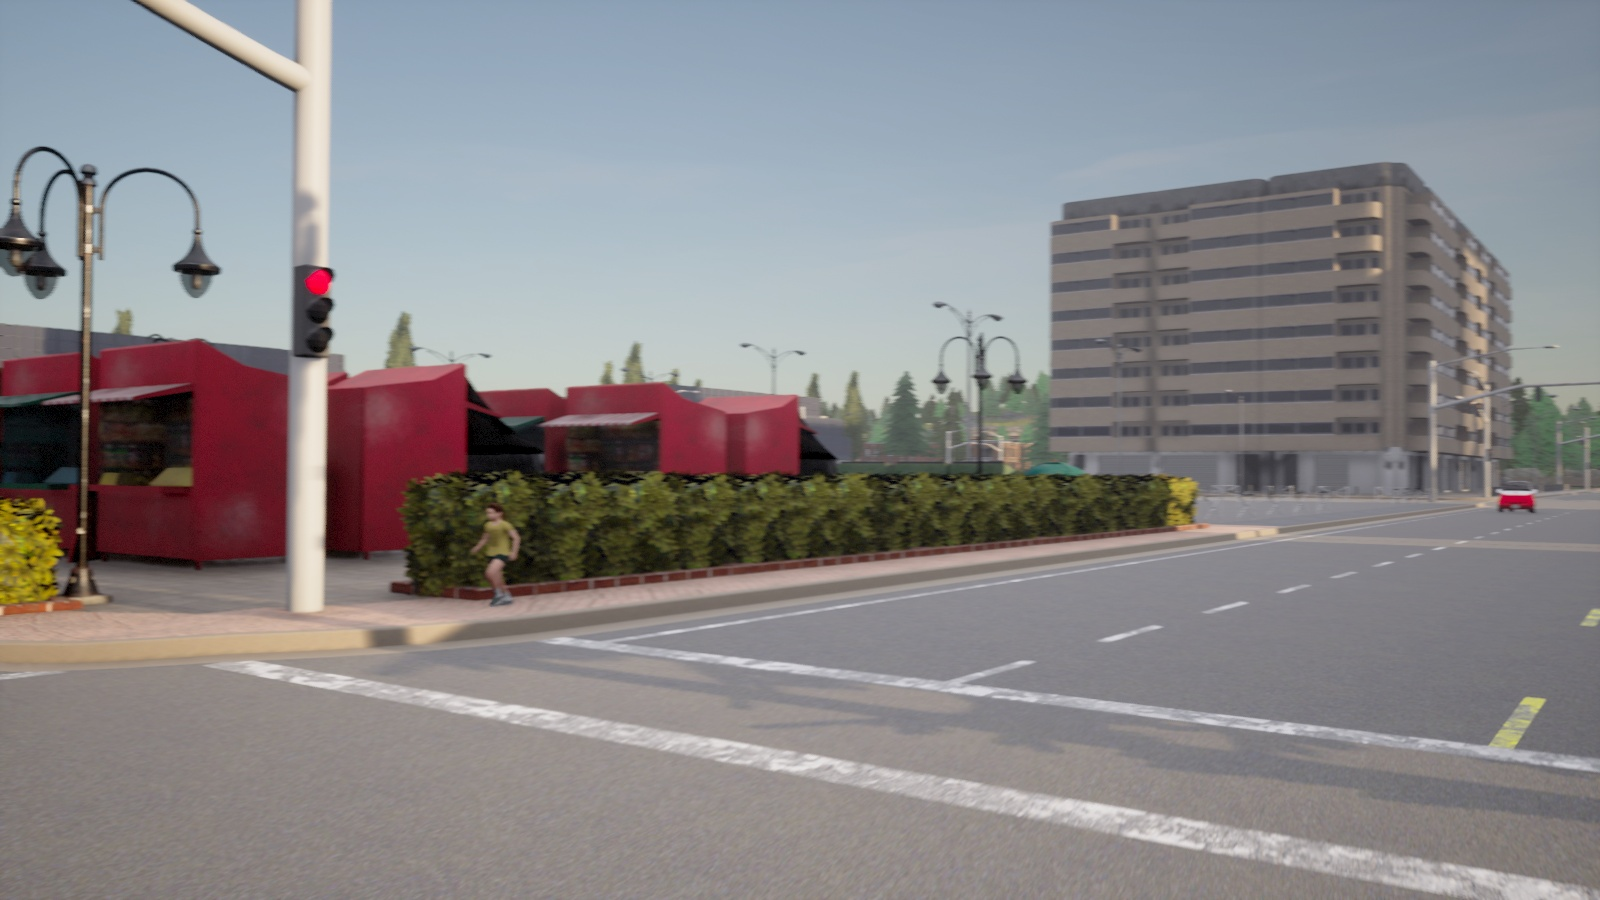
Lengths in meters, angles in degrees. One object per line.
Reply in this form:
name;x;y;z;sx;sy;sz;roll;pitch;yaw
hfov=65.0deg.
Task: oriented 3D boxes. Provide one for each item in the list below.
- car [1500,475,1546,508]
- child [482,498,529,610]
car;31.122;1.764;54.053;1.481;1.376;2.207;-1;-2;36
child;-2.991;1.043;12.753;0.255;1.110;0.394;-1;-1;36
